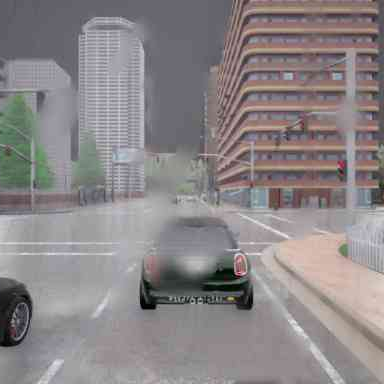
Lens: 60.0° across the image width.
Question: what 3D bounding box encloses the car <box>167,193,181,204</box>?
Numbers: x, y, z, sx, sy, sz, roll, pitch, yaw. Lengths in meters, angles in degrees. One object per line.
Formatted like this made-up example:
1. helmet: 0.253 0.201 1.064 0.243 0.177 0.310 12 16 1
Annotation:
1. car: -3.537 1.491 62.155 2.128 1.511 4.902 0 0 0

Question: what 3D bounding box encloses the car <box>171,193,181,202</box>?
1. car: -3.668 1.219 76.127 2.150 2.045 5.566 0 0 0

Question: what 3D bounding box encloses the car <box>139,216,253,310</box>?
1. car: 0.096 1.352 7.978 2.097 1.767 4.553 0 0 1

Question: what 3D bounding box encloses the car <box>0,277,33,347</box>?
1. car: -3.433 1.526 3.358 1.812 1.442 4.674 0 0 0

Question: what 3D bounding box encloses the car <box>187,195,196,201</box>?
1. car: -0.188 1.507 85.386 2.128 1.511 4.902 0 0 0

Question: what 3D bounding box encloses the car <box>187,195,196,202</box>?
1. car: -0.168 1.519 76.386 1.812 1.442 4.674 0 0 0
